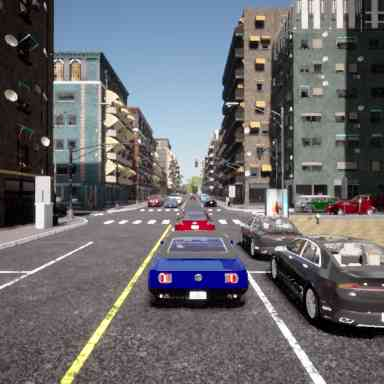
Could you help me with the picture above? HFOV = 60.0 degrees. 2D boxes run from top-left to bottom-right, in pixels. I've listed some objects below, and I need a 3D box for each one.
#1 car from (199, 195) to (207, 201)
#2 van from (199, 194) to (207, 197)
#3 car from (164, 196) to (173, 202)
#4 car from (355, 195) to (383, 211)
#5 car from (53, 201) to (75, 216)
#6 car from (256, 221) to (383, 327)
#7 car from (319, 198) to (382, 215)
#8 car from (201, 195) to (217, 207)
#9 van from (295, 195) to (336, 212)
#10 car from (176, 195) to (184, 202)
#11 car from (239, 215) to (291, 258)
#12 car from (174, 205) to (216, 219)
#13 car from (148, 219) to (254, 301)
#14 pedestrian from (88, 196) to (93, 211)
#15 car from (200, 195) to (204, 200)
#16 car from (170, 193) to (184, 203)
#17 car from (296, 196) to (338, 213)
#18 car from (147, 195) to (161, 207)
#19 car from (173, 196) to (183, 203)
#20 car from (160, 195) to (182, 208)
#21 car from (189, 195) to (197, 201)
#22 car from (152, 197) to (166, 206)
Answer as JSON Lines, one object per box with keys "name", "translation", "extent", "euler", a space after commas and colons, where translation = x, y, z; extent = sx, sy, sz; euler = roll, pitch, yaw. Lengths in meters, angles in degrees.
{"name": "car", "translation": [2.909, 1.581, 89.686], "extent": [1.887, 1.381, 4.507], "euler": [1, 0, 0]}
{"name": "van", "translation": [2.885, 1.373, 78.545], "extent": [1.690, 1.788, 3.998], "euler": [1, 0, 0]}
{"name": "car", "translation": [-5.497, 1.597, 78.603], "extent": [1.947, 1.339, 4.313], "euler": [1, 0, 0]}
{"name": "car", "translation": [19.377, 1.228, 37.431], "extent": [5.009, 1.841, 2.192], "euler": [0, 0, 1]}
{"name": "car", "translation": [-13.906, 1.581, 32.126], "extent": [4.902, 1.511, 2.128], "euler": [0, -1, -2]}
{"name": "car", "translation": [2.846, 1.553, 6.925], "extent": [2.008, 1.369, 4.403], "euler": [1, 0, 0]}
{"name": "car", "translation": [13.770, 1.413, 29.101], "extent": [4.206, 1.307, 1.802], "euler": [0, 0, 1]}
{"name": "car", "translation": [2.818, 1.585, 50.688], "extent": [1.947, 1.339, 4.313], "euler": [1, 0, 0]}
{"name": "van", "translation": [13.850, 1.296, 37.483], "extent": [3.998, 1.788, 1.690], "euler": [0, 0, 1]}
{"name": "car", "translation": [-2.817, 1.532, 79.024], "extent": [1.837, 1.490, 4.892], "euler": [0, 0, 0]}
{"name": "car", "translation": [2.859, 1.555, 12.495], "extent": [2.008, 1.369, 4.403], "euler": [1, 0, 0]}
{"name": "car", "translation": [0.135, 1.569, 17.174], "extent": [1.994, 1.385, 4.181], "euler": [0, 0, 0]}
{"name": "car", "translation": [0.119, 1.603, 8.311], "extent": [1.895, 1.301, 4.718], "euler": [0, 0, 0]}
{"name": "pedestrian", "translation": [-12.435, 1.347, 40.688], "extent": [0.375, 1.860, 0.375], "euler": [0, 0, 1]}
{"name": "car", "translation": [2.831, 1.603, 56.259], "extent": [1.802, 1.307, 4.206], "euler": [1, 0, 0]}
{"name": "car", "translation": [-2.942, 1.244, 58.673], "extent": [2.150, 2.045, 5.566], "euler": [0, 0, 1]}
{"name": "car", "translation": [13.415, 1.272, 34.904], "extent": [4.553, 1.767, 2.097], "euler": [0, -1, 1]}
{"name": "car", "translation": [-5.558, 1.334, 50.748], "extent": [2.192, 1.841, 5.009], "euler": [1, 0, 0]}
{"name": "car", "translation": [-2.850, 1.591, 68.615], "extent": [1.994, 1.385, 4.181], "euler": [0, 0, 0]}
{"name": "car", "translation": [-2.990, 1.565, 48.672], "extent": [2.033, 1.411, 5.357], "euler": [0, 0, 1]}
{"name": "car", "translation": [0.208, 1.561, 90.120], "extent": [1.812, 1.442, 4.674], "euler": [0, 0, 0]}
{"name": "car", "translation": [-5.549, 1.566, 56.319], "extent": [1.887, 1.381, 4.507], "euler": [1, 0, 0]}
